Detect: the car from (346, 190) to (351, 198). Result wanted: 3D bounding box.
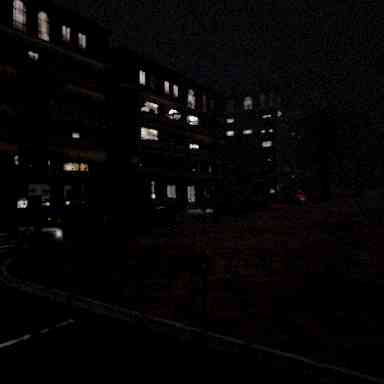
[{"bbox_3d":[32.037,0.553,71.312,2.008,1.369,4.403,1,1,35],"label":"car"}]

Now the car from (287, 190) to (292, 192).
[{"bbox_3d":[18.811,0.525,66.917,2.192,1.841,5.009,1,1,35],"label":"car"}]

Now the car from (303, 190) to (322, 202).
[{"bbox_3d":[19.463,0.865,53.132,1.752,1.417,4.829,1,1,35],"label":"car"}]

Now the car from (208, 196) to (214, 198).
[{"bbox_3d":[3.566,1.269,40.329,1.895,1.301,4.718,0,1,35],"label":"car"}]

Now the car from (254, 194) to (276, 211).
[{"bbox_3d":[6.694,1.237,34.671,2.008,1.369,4.403,1,1,35],"label":"car"}]

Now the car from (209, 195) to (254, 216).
[{"bbox_3d":[3.526,1.317,30.090,1.887,1.381,4.507,1,1,35],"label":"car"}]

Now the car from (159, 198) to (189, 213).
[{"bbox_3d":[-2.228,1.304,31.965,1.882,1.535,5.008,0,1,34],"label":"car"}]

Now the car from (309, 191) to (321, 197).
[{"bbox_3d":[31.482,0.416,85.242,1.887,1.381,4.507,1,1,35],"label":"car"}]

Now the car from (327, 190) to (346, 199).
[{"bbox_3d":[28.870,0.638,66.733,2.008,1.369,4.403,1,1,35],"label":"car"}]

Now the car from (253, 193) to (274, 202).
[{"bbox_3d":[12.475,0.946,57.761,1.947,1.339,4.313,1,1,35],"label":"car"}]

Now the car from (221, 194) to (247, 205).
[{"bbox_3d":[6.139,1.103,48.600,2.008,1.369,4.403,1,1,35],"label":"car"}]

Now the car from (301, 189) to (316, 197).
[{"bbox_3d":[28.314,0.271,80.657,2.192,1.841,5.009,1,1,35],"label":"car"}]

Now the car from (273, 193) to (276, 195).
[{"bbox_3d":[13.534,1.055,49.137,1.895,1.301,4.718,0,1,35],"label":"car"}]

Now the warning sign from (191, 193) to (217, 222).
[{"bbox_3d":[0.802,1.005,22.022,1.300,1.860,1.060,-1,-1,35],"label":"warning sign"}]

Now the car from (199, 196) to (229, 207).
[{"bbox_3d":[2.972,1.204,44.020,1.947,1.339,4.313,1,1,35],"label":"car"}]

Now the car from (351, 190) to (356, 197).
[{"bbox_3d":[38.373,0.273,80.471,1.967,1.590,4.097,1,1,35],"label":"car"}]

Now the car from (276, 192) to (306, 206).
[{"bbox_3d":[13.030,1.064,43.832,2.008,1.369,4.403,1,1,35],"label":"car"}]

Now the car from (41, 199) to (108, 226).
[{"bbox_3d":[-7.946,1.488,23.704,1.837,1.490,4.892,0,1,35],"label":"car"}]

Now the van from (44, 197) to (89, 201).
[{"bbox_3d":[-9.700,1.326,25.695,1.690,1.788,3.998,1,1,35],"label":"van"}]

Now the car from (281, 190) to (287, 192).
[{"bbox_3d":[15.546,0.823,62.200,1.752,1.417,4.829,1,1,35],"label":"car"}]

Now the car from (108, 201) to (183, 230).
[{"bbox_3d":[-2.808,1.512,20.932,1.947,1.339,4.313,1,1,35],"label":"car"}]

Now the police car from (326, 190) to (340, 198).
[{"bbox_3d":[31.391,0.409,73.925,1.930,1.638,5.238,0,1,32],"label":"police car"}]

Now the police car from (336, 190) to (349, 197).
[{"bbox_3d":[37.202,0.257,82.065,1.930,1.638,5.238,0,1,34],"label":"police car"}]
